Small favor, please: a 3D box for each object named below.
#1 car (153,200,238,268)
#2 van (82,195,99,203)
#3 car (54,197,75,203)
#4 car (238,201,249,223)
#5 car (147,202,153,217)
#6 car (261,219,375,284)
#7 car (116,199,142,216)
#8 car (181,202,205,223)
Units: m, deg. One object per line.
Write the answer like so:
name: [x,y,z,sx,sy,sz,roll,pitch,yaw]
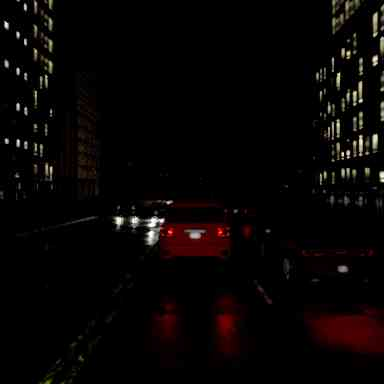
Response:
car: [0.101,1.296,11.700,2.150,2.045,5.566,0,-1,0]
van: [-22.623,1.602,73.278,3.998,1.788,1.690,0,0,1]
car: [-28.162,1.781,73.327,4.507,1.381,1.887,0,0,1]
car: [3.346,1.522,27.567,2.097,1.767,4.553,0,0,0]
car: [-3.336,1.693,33.192,2.128,1.511,4.902,0,0,0]
car: [3.328,1.541,9.790,1.882,1.535,5.008,0,0,0]
car: [-6.583,1.562,35.024,2.097,1.767,4.553,0,0,0]
car: [0.098,1.677,27.920,1.837,1.490,4.892,0,0,0]
